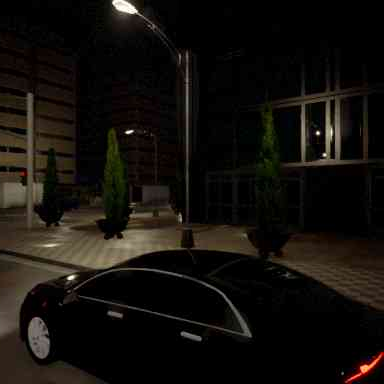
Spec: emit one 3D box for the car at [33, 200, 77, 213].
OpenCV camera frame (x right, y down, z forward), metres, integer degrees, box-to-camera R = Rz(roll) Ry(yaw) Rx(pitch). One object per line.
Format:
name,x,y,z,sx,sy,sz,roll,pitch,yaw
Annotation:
car,-15.069,1.533,36.575,1.882,1.535,5.008,0,0,35

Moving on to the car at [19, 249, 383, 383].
car,-0.267,1.505,4.183,4.892,1.490,1.837,0,0,36

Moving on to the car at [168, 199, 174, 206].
car,-1.943,1.406,55.121,2.097,1.767,4.553,0,0,36
